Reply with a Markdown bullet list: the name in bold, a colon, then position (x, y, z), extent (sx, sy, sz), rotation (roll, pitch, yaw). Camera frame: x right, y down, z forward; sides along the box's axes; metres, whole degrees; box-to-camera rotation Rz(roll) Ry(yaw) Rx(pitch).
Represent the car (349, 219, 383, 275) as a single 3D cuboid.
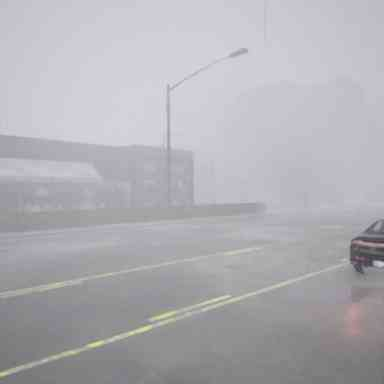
- **car**: position (6.147, 1.445, 9.207), extent (4.902, 1.511, 2.128), rotation (0, 0, -41)
